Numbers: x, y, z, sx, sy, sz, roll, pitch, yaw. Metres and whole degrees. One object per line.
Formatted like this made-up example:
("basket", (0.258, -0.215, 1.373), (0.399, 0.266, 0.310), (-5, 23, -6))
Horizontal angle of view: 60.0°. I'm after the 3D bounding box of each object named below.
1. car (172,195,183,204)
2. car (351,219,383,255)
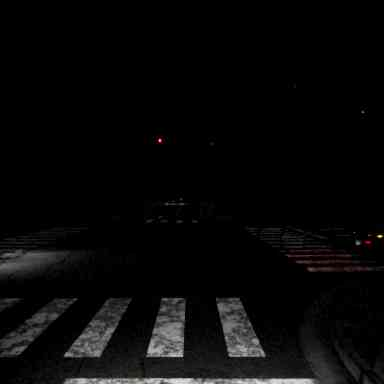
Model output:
("car", (-2.966, 1.495, 69.308), (2.097, 1.767, 4.553), (0, 0, 0))
("car", (7.769, 1.490, 10.992), (4.674, 1.442, 1.812), (0, -1, 0))
